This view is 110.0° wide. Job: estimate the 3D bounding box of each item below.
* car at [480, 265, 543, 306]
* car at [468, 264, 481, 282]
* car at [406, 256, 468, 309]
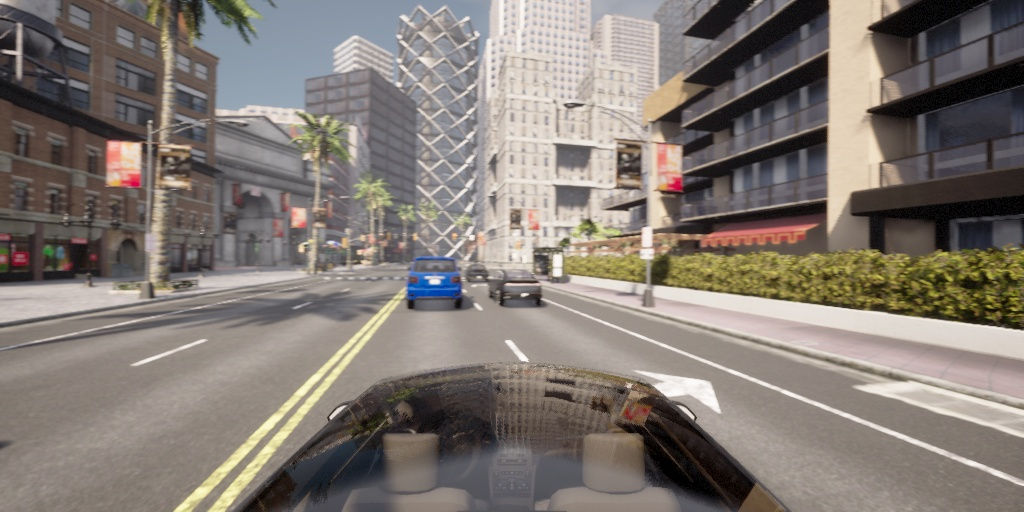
[{"bbox_3d":[0.003,1.362,16.656,2.128,1.511,4.902,1,0,-12],"label":"car"},{"bbox_3d":[-3.099,1.460,31.329,1.837,1.490,4.892,1,0,-11],"label":"car"},{"bbox_3d":[-3.363,1.040,15.664,2.150,2.045,5.566,1,0,-12],"label":"car"}]
